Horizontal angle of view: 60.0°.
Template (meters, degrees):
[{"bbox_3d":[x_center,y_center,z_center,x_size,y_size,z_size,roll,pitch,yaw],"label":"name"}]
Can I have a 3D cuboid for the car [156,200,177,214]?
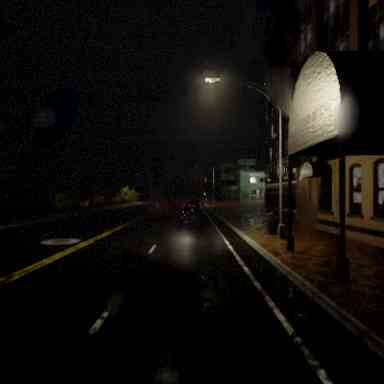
[{"bbox_3d":[-3.253,1.824,40.168,2.033,1.411,5.357,0,0,0],"label":"car"}]

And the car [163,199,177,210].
[{"bbox_3d":[-3.253,1.873,50.587,1.812,1.442,4.674,0,0,0],"label":"car"}]

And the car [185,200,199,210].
[{"bbox_3d":[-0.003,1.911,50.587,1.994,1.385,4.181,0,0,0],"label":"car"}]

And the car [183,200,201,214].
[{"bbox_3d":[-0.003,1.781,40.169,1.837,1.490,4.892,0,0,0],"label":"car"}]
